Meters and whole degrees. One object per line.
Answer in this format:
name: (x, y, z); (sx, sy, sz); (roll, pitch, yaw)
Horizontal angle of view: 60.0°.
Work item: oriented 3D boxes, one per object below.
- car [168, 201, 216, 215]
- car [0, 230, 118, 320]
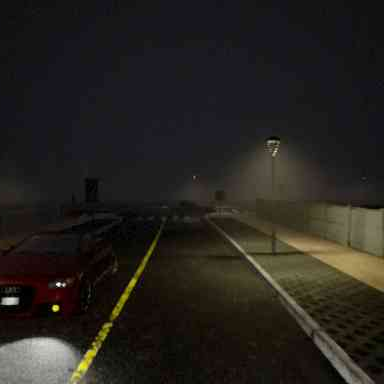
car: (0.024, 1.561, 33.276); (4.718, 1.301, 1.895); (1, 2, -5)
car: (-2.947, 1.560, 7.324); (1.994, 1.385, 4.181); (0, 0, -1)
